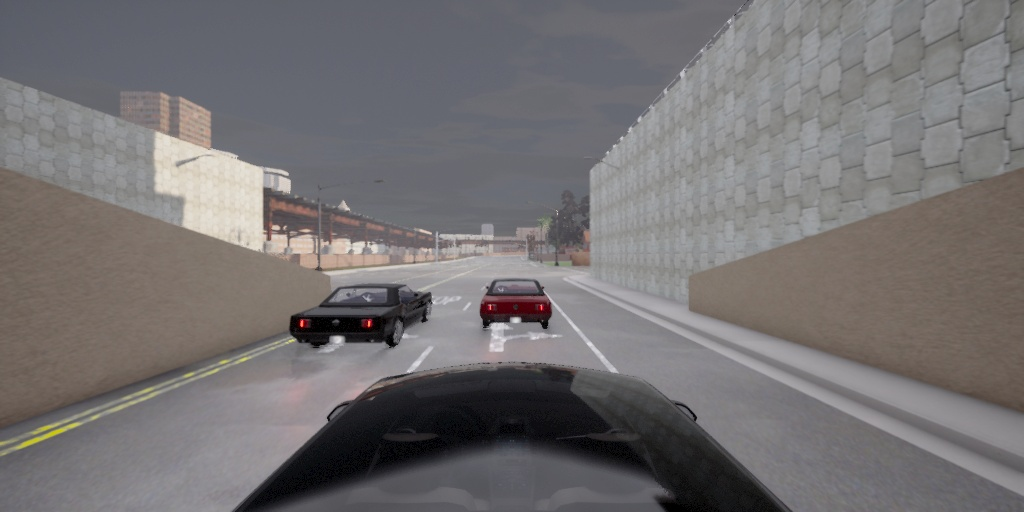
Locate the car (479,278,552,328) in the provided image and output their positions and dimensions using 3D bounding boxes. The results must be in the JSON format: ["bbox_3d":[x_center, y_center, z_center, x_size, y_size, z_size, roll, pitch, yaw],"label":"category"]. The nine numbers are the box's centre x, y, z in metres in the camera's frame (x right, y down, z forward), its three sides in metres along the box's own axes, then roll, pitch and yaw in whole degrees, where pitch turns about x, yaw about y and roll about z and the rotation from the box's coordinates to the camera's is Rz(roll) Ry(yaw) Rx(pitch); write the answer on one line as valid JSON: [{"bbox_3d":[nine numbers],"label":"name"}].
[{"bbox_3d":[0.099,1.336,11.300,1.895,1.301,4.718,0,0,0],"label":"car"}]

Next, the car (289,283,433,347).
[{"bbox_3d":[-3.402,1.341,9.222,1.895,1.301,4.718,0,0,0],"label":"car"}]
